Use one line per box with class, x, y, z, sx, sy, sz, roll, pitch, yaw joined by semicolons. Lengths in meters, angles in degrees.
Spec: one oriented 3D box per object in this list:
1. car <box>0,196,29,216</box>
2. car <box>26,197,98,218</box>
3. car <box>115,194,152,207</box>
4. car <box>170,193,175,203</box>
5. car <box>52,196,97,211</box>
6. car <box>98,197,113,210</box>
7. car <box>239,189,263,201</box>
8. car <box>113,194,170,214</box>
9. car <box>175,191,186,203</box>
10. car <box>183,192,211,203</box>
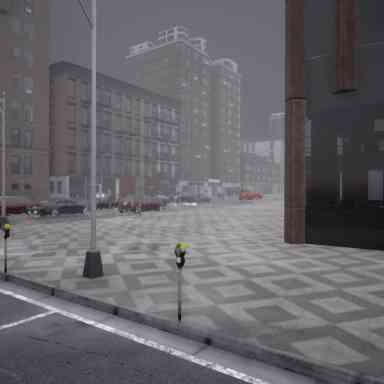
car;-15.246;1.125;27.090;2.097;1.767;4.553;0;1;36
car;-10.640;1.252;27.589;1.837;1.490;4.892;0;1;36
car;-7.562;1.015;43.341;1.837;1.490;4.892;0;1;36
car;-4.695;1.047;41.765;1.812;1.442;4.674;0;1;36
car;-12.724;1.196;36.199;1.994;1.385;4.181;0;1;34
car;-10.001;1.248;34.388;1.895;1.301;4.718;0;1;36
car;9.982;0.490;56.278;2.150;2.045;5.566;0;1;36
car;-4.527;1.031;30.525;2.097;1.767;4.553;0;1;36
car;-1.870;0.731;51.219;2.097;1.767;4.553;0;1;36
car;1.128;0.952;49.808;1.994;1.385;4.181;0;1;36
